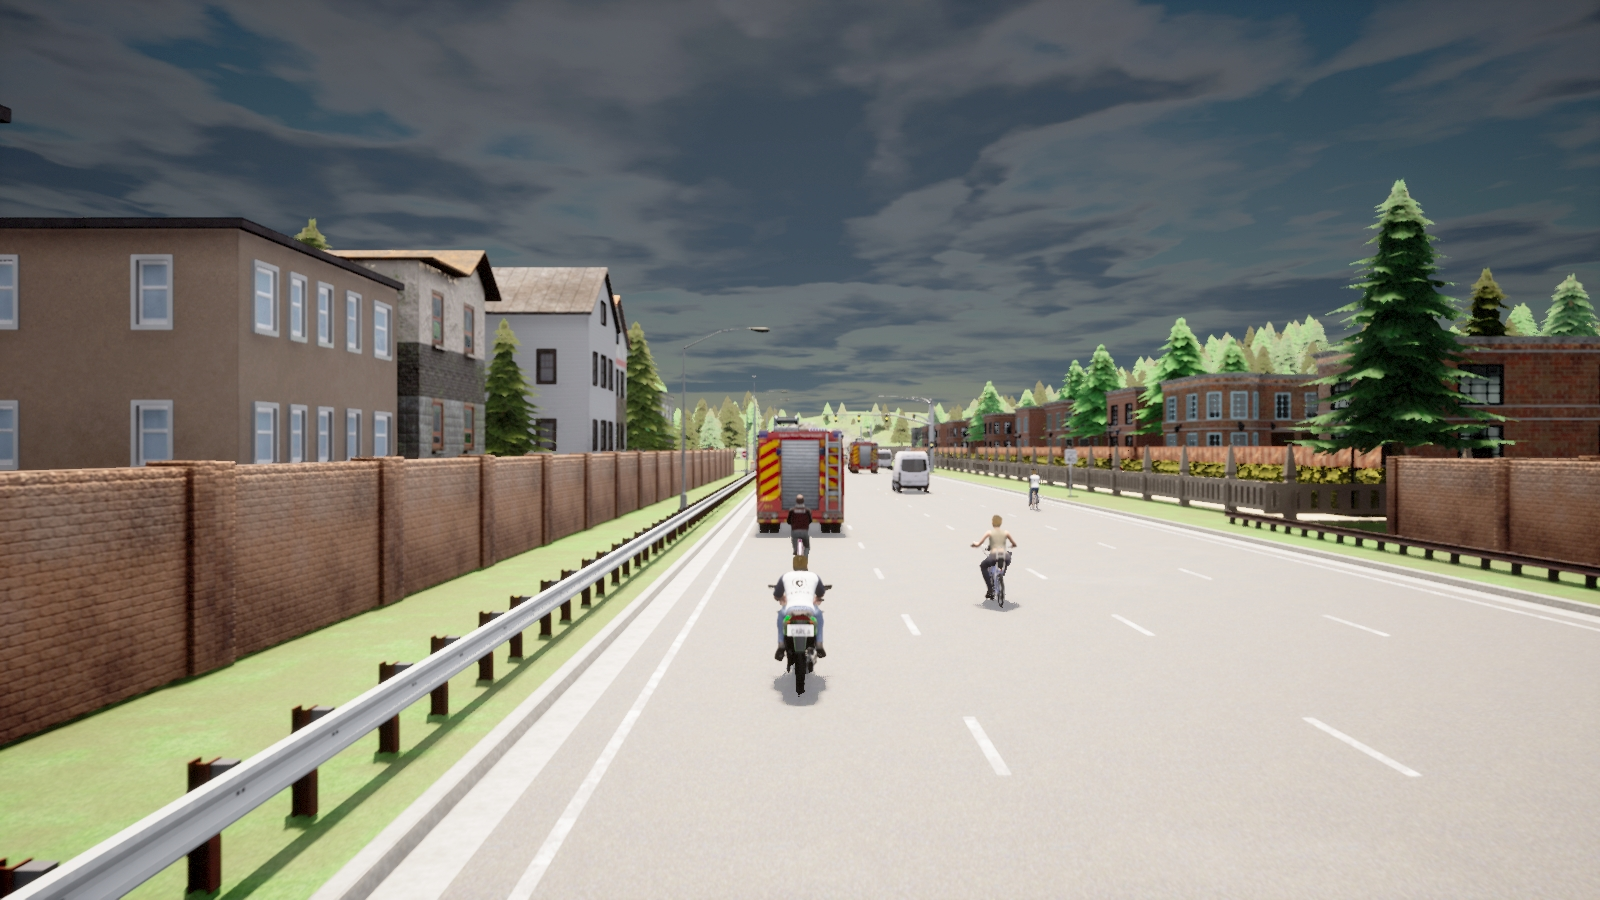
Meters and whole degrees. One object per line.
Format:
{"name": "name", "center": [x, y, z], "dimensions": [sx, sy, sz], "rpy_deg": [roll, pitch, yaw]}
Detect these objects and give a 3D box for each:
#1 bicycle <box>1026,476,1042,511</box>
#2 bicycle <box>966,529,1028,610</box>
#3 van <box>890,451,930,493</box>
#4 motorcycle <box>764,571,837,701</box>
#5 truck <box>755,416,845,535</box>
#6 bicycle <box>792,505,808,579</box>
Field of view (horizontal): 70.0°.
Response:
{"name": "bicycle", "center": [10.460, 1.944, 51.135], "dimensions": [0.373, 1.496, 1.643], "rpy_deg": [0, 0, 0]}
{"name": "bicycle", "center": [3.501, 2.111, 20.427], "dimensions": [0.859, 1.277, 1.487], "rpy_deg": [0, 0, 0]}
{"name": "van", "center": [6.999, 1.376, 72.998], "dimensions": [1.988, 2.561, 5.915], "rpy_deg": [0, 0, 0]}
{"name": "motorcycle", "center": [0.001, 2.154, 13.592], "dimensions": [0.803, 1.199, 2.033], "rpy_deg": [0, 0, 0]}
{"name": "truck", "center": [-0.003, 0.800, 41.023], "dimensions": [2.891, 3.827, 8.468], "rpy_deg": [0, 0, 0]}
{"name": "bicycle", "center": [-0.004, 2.004, 25.206], "dimensions": [0.329, 1.471, 1.835], "rpy_deg": [0, 0, 0]}
